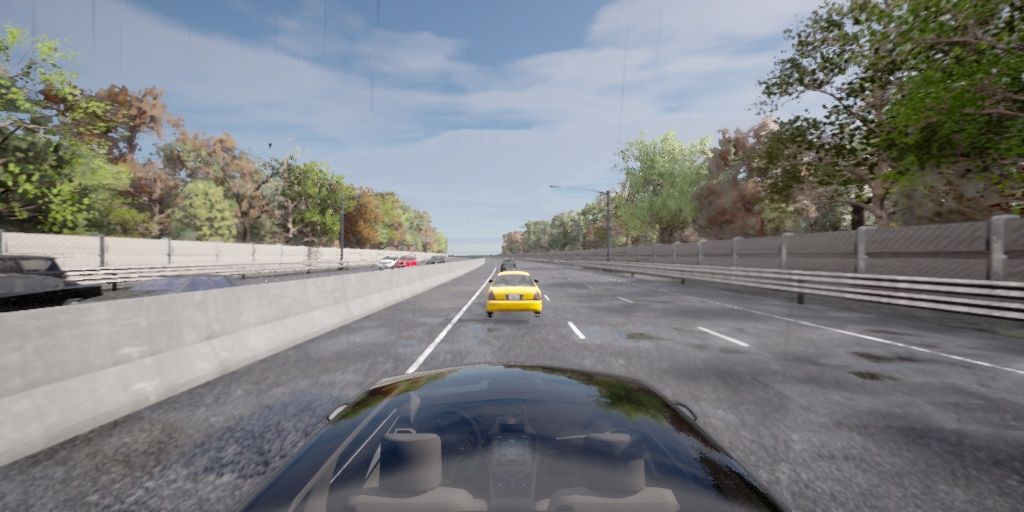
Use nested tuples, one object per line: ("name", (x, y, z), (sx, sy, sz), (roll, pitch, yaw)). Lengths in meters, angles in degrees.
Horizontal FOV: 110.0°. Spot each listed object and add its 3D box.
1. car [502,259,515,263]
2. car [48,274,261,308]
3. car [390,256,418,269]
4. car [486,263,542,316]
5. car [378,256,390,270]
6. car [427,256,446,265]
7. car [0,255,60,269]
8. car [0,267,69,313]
("car", (-0.456, 1.192, 45.165), (2.033, 1.649, 4.856), (0, 0, -1))
("car", (-10.637, 1.301, 11.716), (2.033, 1.411, 5.357), (0, 0, 0))
("car", (-14.769, 0.982, 50.345), (2.150, 2.045, 5.566), (0, 0, -1))
("car", (0.050, 1.210, 13.257), (1.801, 1.575, 5.366), (0, 0, 0))
("car", (-18.357, 0.979, 54.092), (2.150, 2.045, 5.566), (0, 0, -1))
("car", (-11.368, 0.981, 54.501), (2.150, 2.045, 5.566), (0, 0, -1))
("car", (-17.634, 0.976, 11.068), (2.150, 2.045, 5.566), (0, 0, 0))
("car", (-14.128, 1.232, 9.462), (1.882, 1.535, 5.008), (0, 0, 0))
